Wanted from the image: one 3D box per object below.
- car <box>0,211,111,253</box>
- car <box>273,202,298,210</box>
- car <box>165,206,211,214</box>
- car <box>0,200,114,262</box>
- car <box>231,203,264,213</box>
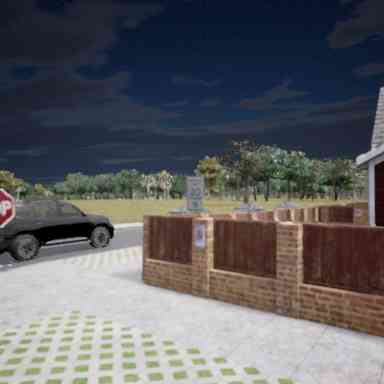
[{"bbox_3d":[-6.605,1.699,15.666,2.033,1.411,5.357,-1,-1,35],"label":"car"},{"bbox_3d":[11.790,2.003,41.834,2.128,1.511,4.902,-1,-1,35],"label":"car"},{"bbox_3d":[-0.397,1.770,24.524,2.128,1.511,4.902,-1,-1,35],"label":"car"},{"bbox_3d":[-5.599,1.336,12.947,2.150,2.045,5.566,-1,-1,32],"label":"car"},{"bbox_3d":[5.539,1.885,32.980,2.128,1.511,4.902,-1,-1,35],"label":"car"}]
